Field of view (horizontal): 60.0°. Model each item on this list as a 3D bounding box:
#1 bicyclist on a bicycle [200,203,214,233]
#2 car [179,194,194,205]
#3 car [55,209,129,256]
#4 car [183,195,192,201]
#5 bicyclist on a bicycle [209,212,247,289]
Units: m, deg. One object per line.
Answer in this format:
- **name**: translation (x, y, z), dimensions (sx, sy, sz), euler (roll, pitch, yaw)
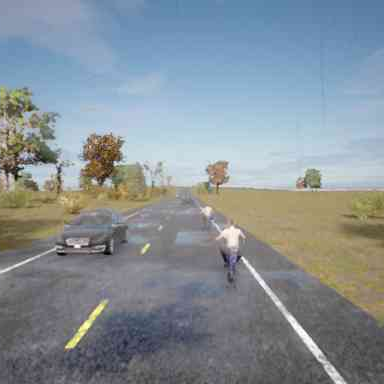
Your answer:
- **bicyclist on a bicycle**: translation (0.856, 1.388, 18.167), dimensions (0.866, 1.612, 1.509), euler (0, 0, -1)
- **car**: translation (-0.608, 1.332, 56.824), dimensions (2.128, 1.511, 4.902), euler (0, 0, -1)
- **car**: translation (-3.678, 1.471, 13.023), dimensions (1.837, 1.490, 4.892), euler (0, 0, -1)
- **car**: translation (-0.958, 1.344, 73.691), dimensions (1.994, 1.385, 4.181), euler (0, 0, -1)
- **bicyclist on a bicycle**: translation (0.956, 1.415, 8.141), dimensions (0.866, 1.612, 1.509), euler (0, 0, -1)
